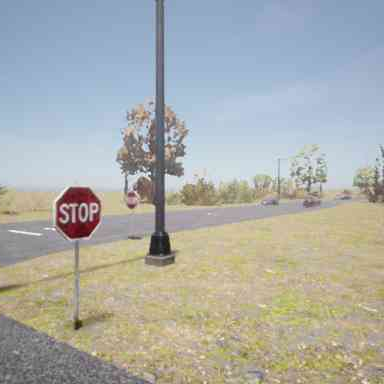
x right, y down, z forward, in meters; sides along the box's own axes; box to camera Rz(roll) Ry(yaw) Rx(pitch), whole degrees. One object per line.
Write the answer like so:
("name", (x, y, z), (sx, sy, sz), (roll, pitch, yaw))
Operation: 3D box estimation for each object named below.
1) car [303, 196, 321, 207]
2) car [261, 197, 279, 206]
("car", (20.389, 1.543, 56.377), (2.097, 1.767, 4.553), (0, 0, 31))
("car", (13.748, 1.684, 58.654), (2.128, 1.511, 4.902), (0, 0, 35))
